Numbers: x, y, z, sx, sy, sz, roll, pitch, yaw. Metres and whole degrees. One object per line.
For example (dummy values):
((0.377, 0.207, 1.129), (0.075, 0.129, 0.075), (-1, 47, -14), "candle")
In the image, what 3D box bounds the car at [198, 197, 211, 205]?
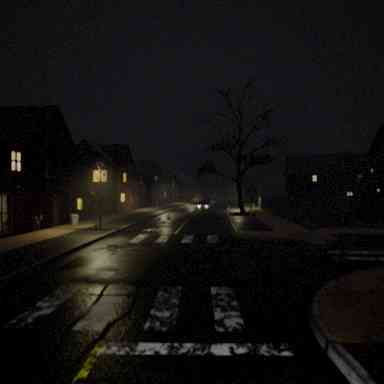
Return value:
((2.204, 1.531, 58.118), (2.033, 1.411, 5.357), (0, 0, 9), "car")
